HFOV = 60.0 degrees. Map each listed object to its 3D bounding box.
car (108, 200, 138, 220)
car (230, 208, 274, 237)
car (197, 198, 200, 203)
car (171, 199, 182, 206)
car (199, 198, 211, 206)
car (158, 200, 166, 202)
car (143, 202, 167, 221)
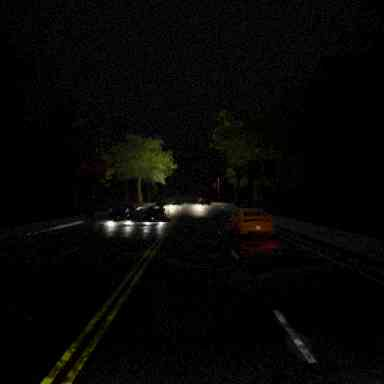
[{"bbox_3d":[-6.593,1.713,32.042,2.097,1.767,4.553,0,-1,0],"label":"car"},{"bbox_3d":[3.352,1.683,19.342,1.882,1.535,5.008,0,-1,0],"label":"car"},{"bbox_3d":[3.152,2.401,86.145,2.097,1.767,4.553,0,-1,0],"label":"car"},{"bbox_3d":[-3.276,2.324,71.408,1.837,1.490,4.892,0,-1,0],"label":"car"},{"bbox_3d":[3.210,2.415,75.163,1.837,1.490,4.892,0,-1,0],"label":"car"},{"bbox_3d":[-6.531,2.425,72.756,1.895,1.301,4.718,0,-1,0],"label":"car"},{"bbox_3d":[-3.346,1.895,30.967,2.033,1.411,5.357,0,-1,0],"label":"car"}]
